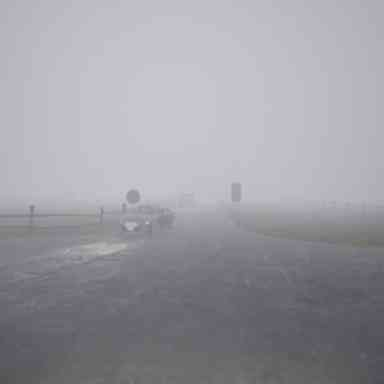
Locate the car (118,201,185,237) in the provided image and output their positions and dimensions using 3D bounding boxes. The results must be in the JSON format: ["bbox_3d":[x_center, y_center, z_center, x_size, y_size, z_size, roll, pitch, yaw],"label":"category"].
[{"bbox_3d":[-2.283,1.470,18.282,2.128,1.511,4.902,1,0,16],"label":"car"}]

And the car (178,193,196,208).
[{"bbox_3d":[-0.646,1.112,45.817,2.150,2.045,5.566,0,0,2],"label":"car"}]
